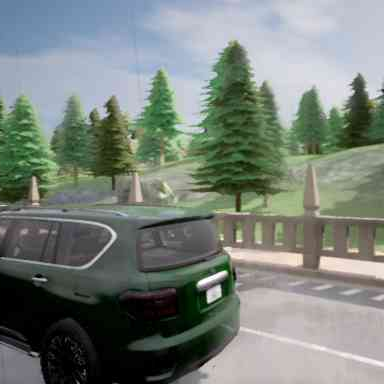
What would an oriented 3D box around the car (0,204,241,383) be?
[{"bbox_3d":[-2.002,1.212,5.119,5.566,2.045,2.150,0,0,33],"label":"car"}]
